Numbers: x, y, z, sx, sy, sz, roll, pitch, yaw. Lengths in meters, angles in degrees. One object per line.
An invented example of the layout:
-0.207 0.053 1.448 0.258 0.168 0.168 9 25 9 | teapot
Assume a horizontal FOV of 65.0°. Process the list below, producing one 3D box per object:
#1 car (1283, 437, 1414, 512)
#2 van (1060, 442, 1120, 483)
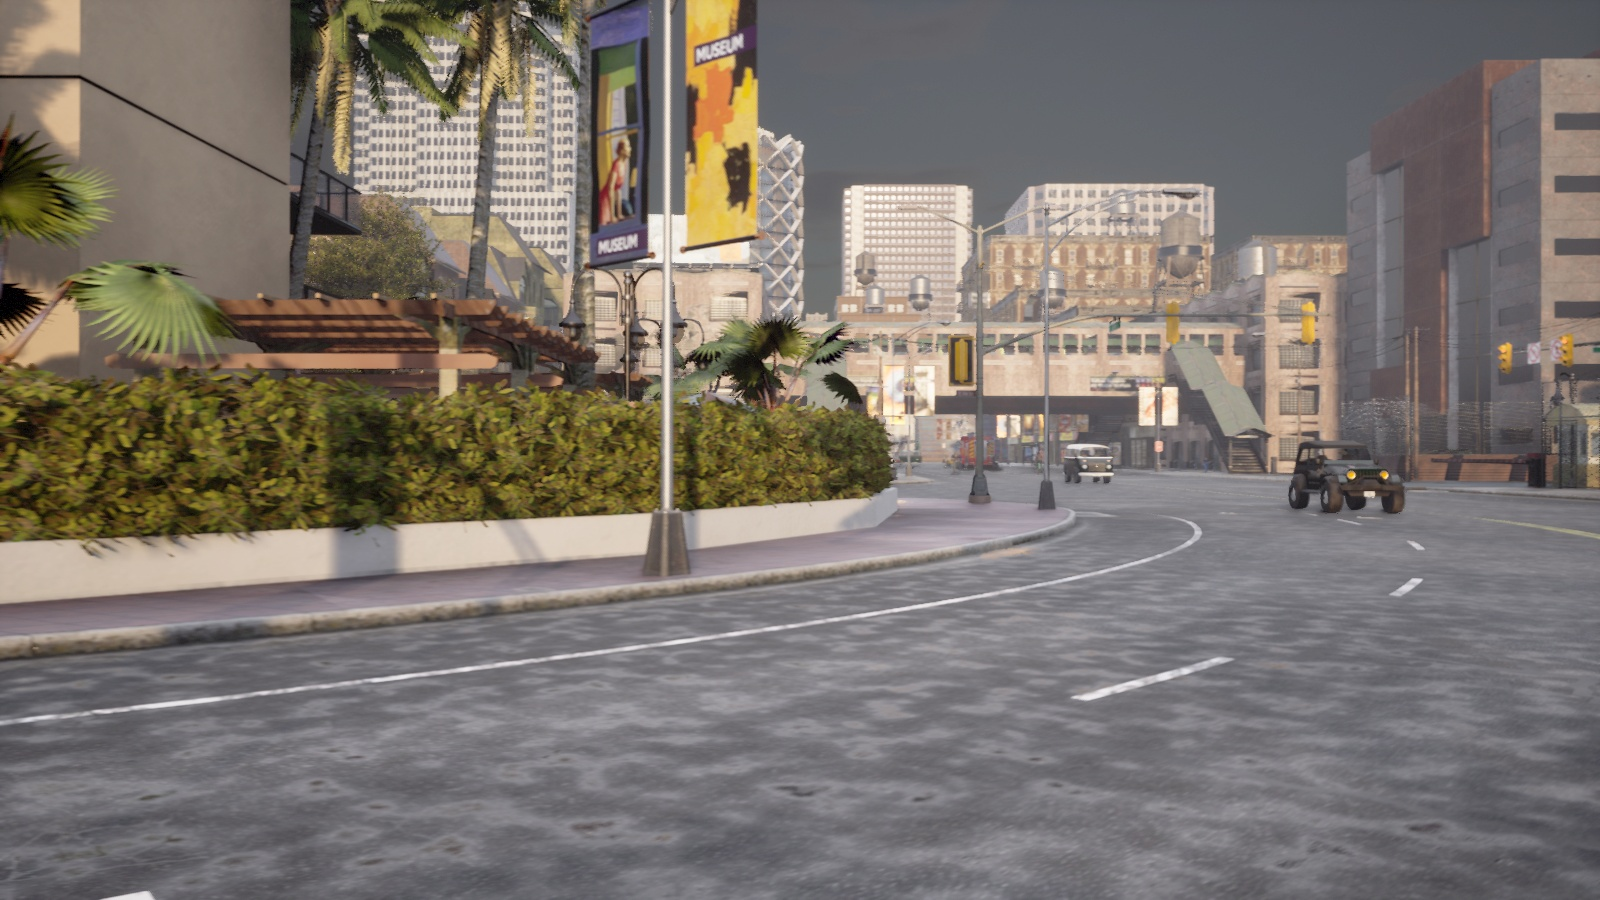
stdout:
14.482 0.610 33.403 1.905 1.878 3.866 0 0 2 | car
14.864 0.637 64.634 2.069 2.038 4.480 0 0 1 | van
